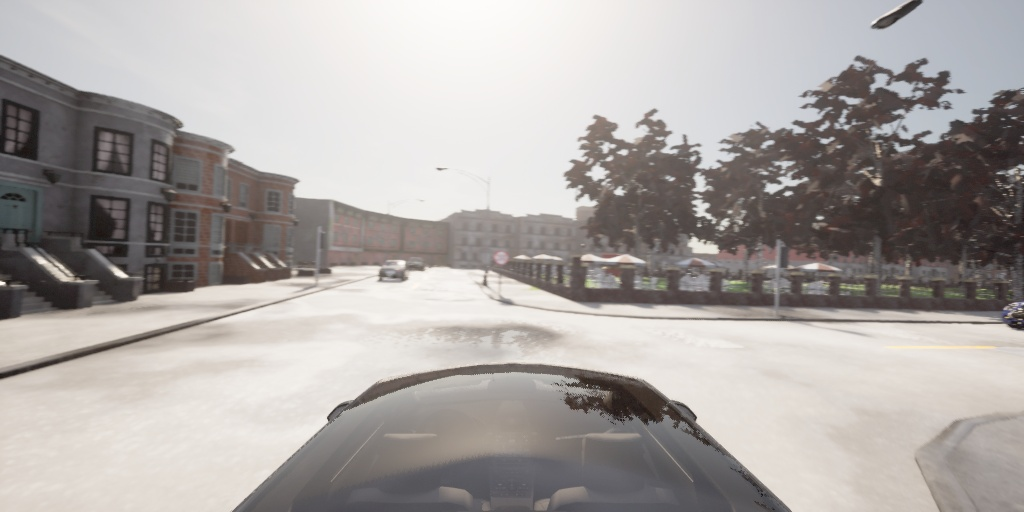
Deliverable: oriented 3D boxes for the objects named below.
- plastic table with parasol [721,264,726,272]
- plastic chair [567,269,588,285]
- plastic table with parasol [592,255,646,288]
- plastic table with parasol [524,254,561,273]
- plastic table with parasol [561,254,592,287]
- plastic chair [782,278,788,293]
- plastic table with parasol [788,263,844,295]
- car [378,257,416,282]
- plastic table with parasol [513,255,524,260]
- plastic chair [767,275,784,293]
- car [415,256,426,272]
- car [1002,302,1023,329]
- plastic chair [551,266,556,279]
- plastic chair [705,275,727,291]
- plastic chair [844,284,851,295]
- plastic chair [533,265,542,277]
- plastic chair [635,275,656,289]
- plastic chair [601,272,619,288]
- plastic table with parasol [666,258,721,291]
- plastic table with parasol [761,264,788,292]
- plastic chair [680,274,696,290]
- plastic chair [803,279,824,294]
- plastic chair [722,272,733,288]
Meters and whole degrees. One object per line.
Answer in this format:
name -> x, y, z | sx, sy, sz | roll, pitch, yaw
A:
plastic table with parasol -> 16.957, 1.564, 31.165 | 2.482, 2.480, 2.482 | 0, 0, 42
plastic chair -> 4.463, 1.666, 24.443 | 0.750, 1.272, 0.730 | 0, 0, 40
plastic table with parasol -> 6.543, 1.161, 21.000 | 2.482, 2.480, 2.482 | 0, 0, 40
plastic table with parasol -> 3.358, 1.066, 39.304 | 2.482, 2.480, 2.482 | 0, 0, 42
plastic table with parasol -> 5.352, 1.110, 25.351 | 2.482, 2.480, 2.482 | 0, 0, 40
plastic chair -> 19.060, 2.250, 24.479 | 0.730, 1.272, 0.750 | 0, 0, 40
plastic table with parasol -> 19.959, 1.695, 23.599 | 2.482, 2.480, 2.482 | 0, 0, 40
car -> -8.879, 1.066, 27.317 | 2.128, 1.511, 4.902 | 2, 0, -10
plastic table with parasol -> 1.268, 1.140, 46.754 | 2.482, 2.480, 2.482 | 0, 0, -10
plastic chair -> 20.865, 2.379, 28.397 | 0.750, 1.272, 0.730 | 0, 0, 40
car -> -11.576, 0.936, 43.153 | 2.097, 1.767, 4.553 | 2, 0, -8
car -> 22.048, 2.124, 13.939 | 4.553, 1.767, 2.097 | 2, 0, -10
plastic chair -> 4.460, 1.742, 38.466 | 0.750, 1.272, 0.730 | 0, 0, -41
plastic chair -> 12.578, 1.997, 22.064 | 0.750, 1.272, 0.730 | 0, 0, -45
plastic chair -> 21.008, 2.364, 22.791 | 0.750, 1.272, 0.730 | 0, 0, -45
plastic chair -> 2.509, 1.662, 38.424 | 0.750, 1.272, 0.730 | 0, 0, 40
plastic chair -> 7.596, 1.803, 20.193 | 0.750, 1.272, 0.730 | 0, 0, -45
plastic chair -> 5.654, 1.721, 20.092 | 0.750, 1.272, 0.730 | 0, 0, 40
plastic table with parasol -> 11.525, 1.355, 22.870 | 2.482, 2.480, 2.482 | 0, 0, 40
plastic table with parasol -> 21.754, 1.825, 29.305 | 2.482, 2.480, 2.482 | 0, 0, 40
plastic chair -> 10.636, 1.926, 21.962 | 0.750, 1.272, 0.730 | 0, 0, 40
plastic chair -> 19.077, 2.255, 22.681 | 0.750, 1.272, 0.730 | 0, 0, 41
plastic chair -> 17.953, 2.267, 30.329 | 0.750, 1.272, 0.730 | 0, 0, -43
